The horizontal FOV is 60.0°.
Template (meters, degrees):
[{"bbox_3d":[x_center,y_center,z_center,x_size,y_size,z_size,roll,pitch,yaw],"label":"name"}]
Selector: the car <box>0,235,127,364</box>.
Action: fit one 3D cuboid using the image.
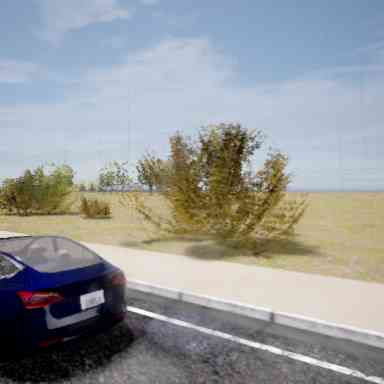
[{"bbox_3d":[-3.254,1.503,5.883,4.792,1.488,2.163,0,0,35],"label":"car"}]
